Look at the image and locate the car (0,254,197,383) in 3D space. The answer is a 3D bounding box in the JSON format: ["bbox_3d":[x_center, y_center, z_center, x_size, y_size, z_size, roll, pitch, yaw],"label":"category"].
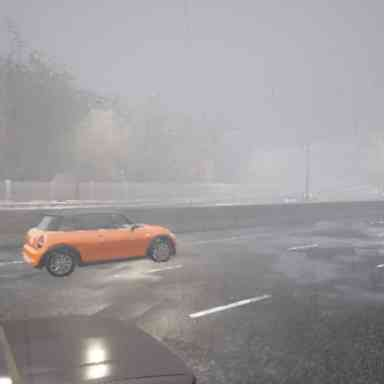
[{"bbox_3d":[-2.487,1.548,1.974,5.357,1.411,2.033,0,0,-36],"label":"car"}]

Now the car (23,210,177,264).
[{"bbox_3d":[-2.684,1.351,10.431,4.553,1.767,2.097,0,0,-36],"label":"car"}]

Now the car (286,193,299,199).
[{"bbox_3d":[21.138,0.843,69.706,1.994,1.385,4.181,0,1,31],"label":"car"}]

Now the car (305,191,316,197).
[{"bbox_3d":[29.672,0.382,83.032,1.812,1.442,4.674,0,2,33],"label":"car"}]

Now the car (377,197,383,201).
[{"bbox_3d":[34.441,1.472,58.546,5.008,1.535,1.882,0,0,-35],"label":"car"}]
